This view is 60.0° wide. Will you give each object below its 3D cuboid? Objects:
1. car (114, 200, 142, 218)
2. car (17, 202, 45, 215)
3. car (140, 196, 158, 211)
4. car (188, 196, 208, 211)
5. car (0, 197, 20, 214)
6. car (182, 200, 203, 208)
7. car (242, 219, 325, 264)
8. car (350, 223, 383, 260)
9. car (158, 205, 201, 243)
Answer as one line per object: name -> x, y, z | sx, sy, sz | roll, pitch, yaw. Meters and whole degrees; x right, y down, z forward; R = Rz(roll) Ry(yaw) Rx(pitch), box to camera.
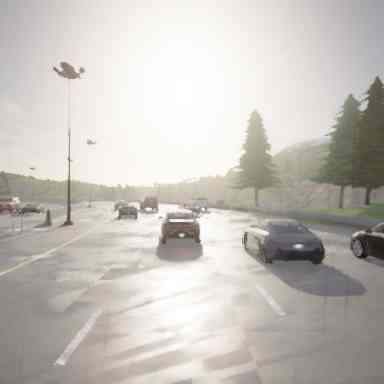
car -> -6.542, 1.805, 33.935 | 2.128, 1.511, 4.902 | 0, 0, -12
car -> -18.777, 1.967, 39.413 | 1.895, 1.301, 4.718 | 0, -1, -14
car -> -6.338, 1.668, 48.491 | 2.150, 2.045, 5.566 | 1, 0, -17
car -> 0.707, 1.675, 49.463 | 2.150, 2.045, 5.566 | 1, -1, -16
car -> -22.760, 1.604, 40.942 | 2.150, 2.045, 5.566 | 0, -1, -15
car -> -0.462, 1.958, 38.954 | 1.895, 1.301, 4.718 | 0, -1, -12
car -> 3.186, 1.677, 12.337 | 1.994, 1.385, 4.181 | 0, 0, -4
car -> 6.814, 1.600, 10.311 | 1.837, 1.490, 4.892 | 0, 0, -3
car -> -0.667, 1.664, 17.154 | 1.837, 1.490, 4.892 | 0, 0, -5
